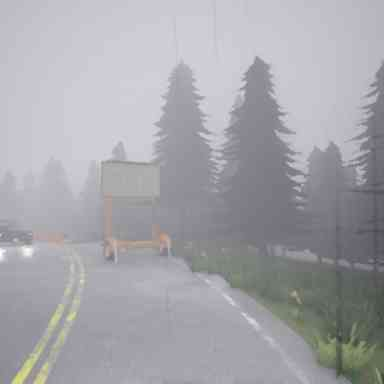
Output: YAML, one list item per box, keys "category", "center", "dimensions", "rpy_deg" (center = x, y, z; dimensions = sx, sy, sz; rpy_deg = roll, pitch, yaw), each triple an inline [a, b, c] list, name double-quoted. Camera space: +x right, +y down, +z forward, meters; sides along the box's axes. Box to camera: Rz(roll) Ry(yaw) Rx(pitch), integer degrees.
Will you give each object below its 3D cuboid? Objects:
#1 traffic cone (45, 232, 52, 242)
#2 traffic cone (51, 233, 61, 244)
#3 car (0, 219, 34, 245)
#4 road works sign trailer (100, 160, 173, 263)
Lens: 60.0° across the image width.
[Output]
- category: "traffic cone"
  center: [-8.280, 2.665, 19.595]
  dimensions: [0.340, 0.580, 0.340]
  rpy_deg: [1, -6, -32]
- category: "traffic cone"
  center: [-7.225, 2.500, 17.902]
  dimensions: [0.340, 0.580, 0.340]
  rpy_deg: [1, -5, -32]
- category: "car"
  center: [-10.444, 2.242, 18.617]
  dimensions: [2.033, 1.411, 5.357]
  rpy_deg: [2, -7, -40]
- category: "road works sign trailer"
  center: [-2.368, 0.636, 12.742]
  dimensions: [2.380, 3.560, 2.880]
  rpy_deg: [2, -3, -32]
